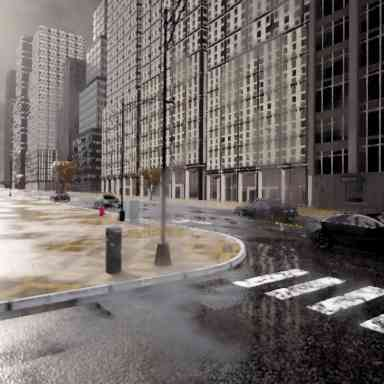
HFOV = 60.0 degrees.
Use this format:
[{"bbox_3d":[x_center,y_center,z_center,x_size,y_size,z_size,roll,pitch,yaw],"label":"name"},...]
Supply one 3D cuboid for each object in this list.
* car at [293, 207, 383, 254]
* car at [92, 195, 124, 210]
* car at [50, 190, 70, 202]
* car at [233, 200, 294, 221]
[{"bbox_3d":[6.398,1.484,11.872,2.128,1.511,4.902,1,1,-35],"label":"car"},{"bbox_3d":[-8.379,0.996,33.146,1.812,1.442,4.674,1,0,-35],"label":"car"},{"bbox_3d":[-19.665,0.533,49.570,2.097,1.767,4.553,1,0,-35],"label":"car"},{"bbox_3d":[5.454,1.330,24.963,2.033,1.411,5.357,1,0,-35],"label":"car"}]
